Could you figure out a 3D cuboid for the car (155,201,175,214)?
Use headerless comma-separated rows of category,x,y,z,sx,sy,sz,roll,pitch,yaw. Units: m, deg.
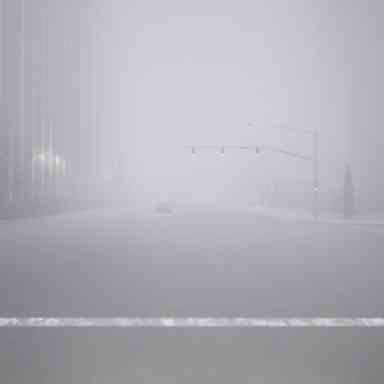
car,-3.610,1.998,42.336,2.033,1.411,5.357,0,-1,0

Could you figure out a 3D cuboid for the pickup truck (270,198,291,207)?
pickup truck,16.586,1.719,62.052,2.390,2.098,6.274,0,-1,30

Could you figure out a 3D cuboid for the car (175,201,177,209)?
car,-3.578,2.221,58.267,1.895,1.301,4.718,0,-1,1
